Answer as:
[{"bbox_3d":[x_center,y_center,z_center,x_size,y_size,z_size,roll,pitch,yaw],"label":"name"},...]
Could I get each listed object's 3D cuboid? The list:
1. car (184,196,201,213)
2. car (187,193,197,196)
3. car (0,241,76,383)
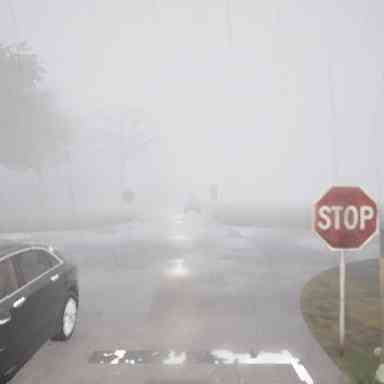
[{"bbox_3d":[0.040,1.539,37.340,2.033,1.411,5.357,0,0,0],"label":"car"},{"bbox_3d":[-0.002,1.287,62.140,2.150,2.045,5.566,0,0,0],"label":"car"},{"bbox_3d":[-2.757,1.413,3.679,1.837,1.490,4.892,0,0,0],"label":"car"}]
